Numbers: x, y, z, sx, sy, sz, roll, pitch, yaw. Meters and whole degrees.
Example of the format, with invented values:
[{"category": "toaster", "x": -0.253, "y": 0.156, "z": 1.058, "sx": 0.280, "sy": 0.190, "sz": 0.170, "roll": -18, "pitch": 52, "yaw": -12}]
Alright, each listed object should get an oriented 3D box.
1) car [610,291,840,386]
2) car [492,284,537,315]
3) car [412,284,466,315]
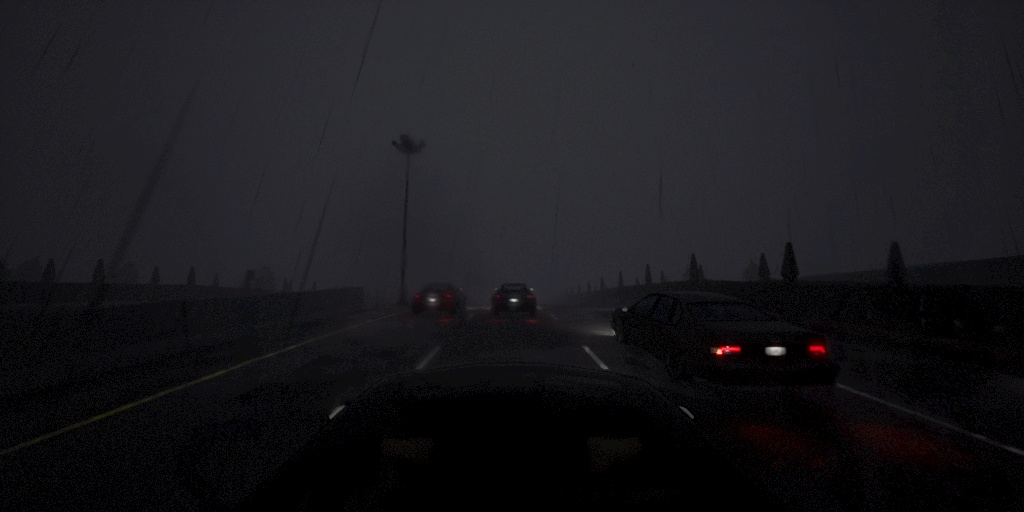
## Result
[{"category": "car", "x": 3.598, "y": 1.438, "z": 7.403, "sx": 2.033, "sy": 1.411, "sz": 5.357, "roll": 0, "pitch": -2, "yaw": 0}, {"category": "car", "x": 0.095, "y": 1.999, "z": 17.055, "sx": 1.994, "sy": 1.385, "sz": 4.181, "roll": 0, "pitch": -4, "yaw": 0}, {"category": "car", "x": -3.405, "y": 2.020, "z": 17.328, "sx": 1.994, "sy": 1.385, "sz": 4.181, "roll": 0, "pitch": -4, "yaw": 0}]
